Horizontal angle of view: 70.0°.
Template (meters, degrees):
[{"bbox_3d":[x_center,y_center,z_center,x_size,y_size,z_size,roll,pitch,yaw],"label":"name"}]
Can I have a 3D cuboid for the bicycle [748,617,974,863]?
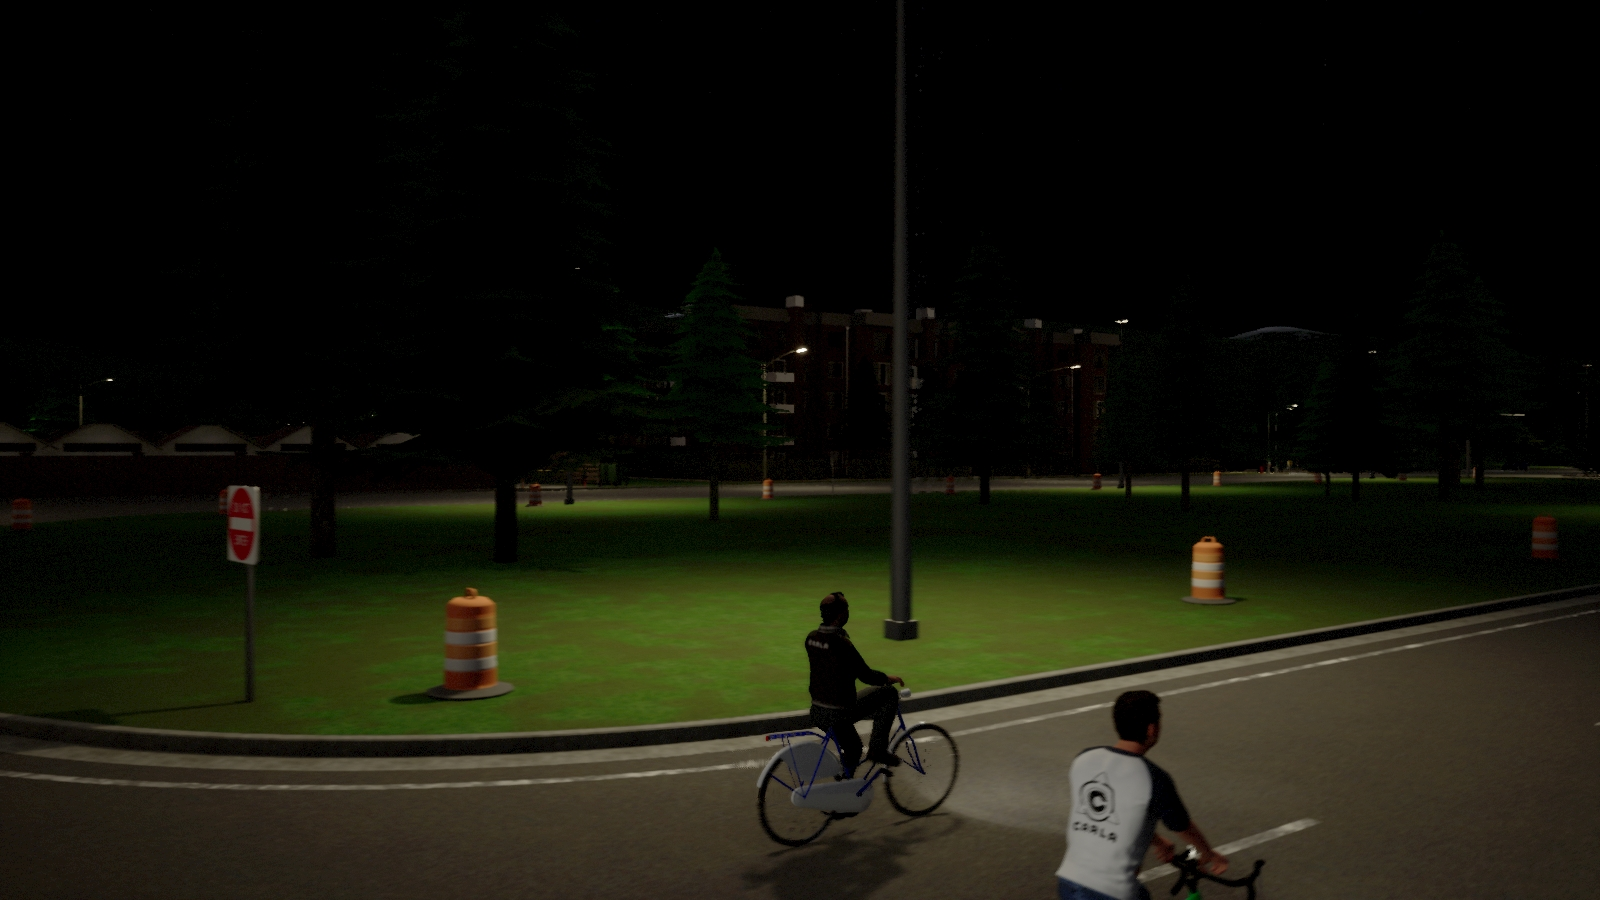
[{"bbox_3d":[0.487,2.060,8.408,1.835,1.471,0.329,0,0,-35],"label":"bicycle"}]

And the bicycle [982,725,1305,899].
[{"bbox_3d":[1.496,2.056,4.832,1.643,1.496,0.373,0,0,-35],"label":"bicycle"}]
